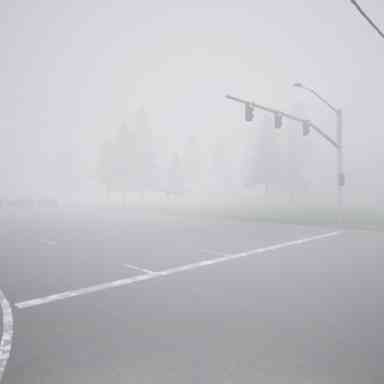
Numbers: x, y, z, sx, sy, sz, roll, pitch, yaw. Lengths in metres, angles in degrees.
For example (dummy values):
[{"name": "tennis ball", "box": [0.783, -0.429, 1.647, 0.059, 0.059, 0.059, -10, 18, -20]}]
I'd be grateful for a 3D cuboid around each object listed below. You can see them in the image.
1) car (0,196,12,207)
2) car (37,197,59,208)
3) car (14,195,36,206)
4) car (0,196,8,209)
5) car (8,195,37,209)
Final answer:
[{"name": "car", "box": [-30.552, 1.490, 53.185, 1.837, 1.490, 4.892, 0, 0, -43]}, {"name": "car", "box": [-20.958, 1.478, 48.117, 2.128, 1.511, 4.902, 0, 0, -43]}, {"name": "car", "box": [-27.986, 1.337, 55.565, 2.097, 1.767, 4.553, 0, 0, -43]}, {"name": "car", "box": [-26.104, 1.466, 43.371, 1.882, 1.535, 5.008, 0, 0, -43]}, {"name": "car", "box": [-23.560, 1.465, 45.775, 1.882, 1.535, 5.008, 0, 0, -43]}]
